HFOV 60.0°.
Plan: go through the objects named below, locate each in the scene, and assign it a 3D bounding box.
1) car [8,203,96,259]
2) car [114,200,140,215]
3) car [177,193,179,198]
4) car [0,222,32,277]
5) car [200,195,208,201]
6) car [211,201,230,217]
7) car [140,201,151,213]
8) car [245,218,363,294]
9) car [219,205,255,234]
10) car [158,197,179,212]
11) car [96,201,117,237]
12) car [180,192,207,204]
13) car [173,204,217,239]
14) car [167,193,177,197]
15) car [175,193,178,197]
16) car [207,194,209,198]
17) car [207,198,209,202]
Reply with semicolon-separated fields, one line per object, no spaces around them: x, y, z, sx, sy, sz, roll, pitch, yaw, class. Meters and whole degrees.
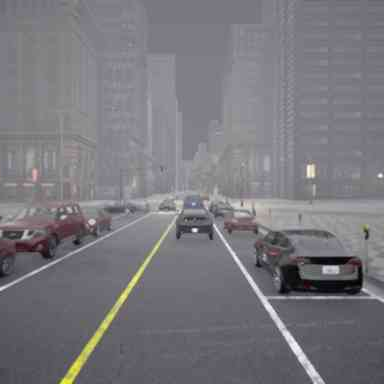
-5.740;1.369;13.085;2.192;1.841;5.009;0;0;0;car
-7.446;1.488;31.793;4.403;1.369;2.008;-1;0;-9;car
-5.280;1.601;92.161;1.887;1.381;4.507;0;0;0;car
-5.749;1.615;7.783;1.802;1.307;4.206;0;0;0;car
3.201;1.612;86.555;1.887;1.381;4.507;0;0;0;car
2.815;1.663;30.329;1.947;1.339;4.313;0;0;0;car
-5.699;1.688;37.714;1.802;1.307;4.206;0;0;0;car
2.778;1.603;8.728;1.947;1.339;4.313;0;0;0;car
2.797;1.655;19.527;1.802;1.307;4.206;0;0;0;car
-2.965;1.673;40.971;1.994;1.385;4.181;0;0;1;car
-5.731;1.510;18.386;1.967;1.590;4.097;0;0;0;car
0.156;1.324;34.844;2.150;2.045;5.566;0;0;0;car
0.130;1.570;17.883;1.837;1.490;4.892;0;-1;0;car
-5.369;1.624;81.081;1.887;1.381;4.507;0;0;0;car
-5.325;1.619;86.621;2.008;1.369;4.403;0;0;0;car
3.158;1.393;81.014;2.192;1.841;5.009;0;0;0;car
2.827;1.672;37.695;1.947;1.339;4.313;0;0;0;car
